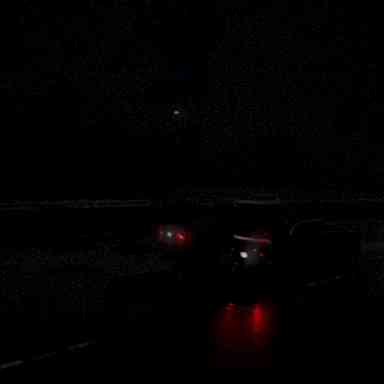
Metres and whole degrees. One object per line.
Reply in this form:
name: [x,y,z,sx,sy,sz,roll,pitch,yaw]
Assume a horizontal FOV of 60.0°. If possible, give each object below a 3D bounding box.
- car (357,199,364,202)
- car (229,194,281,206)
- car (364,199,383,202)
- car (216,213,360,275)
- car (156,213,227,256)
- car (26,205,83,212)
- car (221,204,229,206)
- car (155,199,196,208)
car: [31.479,2.037,60.760,4.181,1.385,1.994,1,-1,-35]
car: [6.936,1.264,34.750,5.566,2.045,2.150,0,0,-36]
car: [31.896,1.972,56.762,4.674,1.442,1.812,1,0,-35]
car: [3.397,1.498,10.473,4.902,1.511,2.128,0,0,-36]
car: [1.251,1.555,13.235,5.357,1.411,2.033,0,0,-35]
car: [-8.496,1.500,19.429,4.902,1.511,2.128,0,0,-36]
car: [5.487,1.649,38.013,4.718,1.301,1.895,0,0,-35]
car: [-1.850,1.526,37.077,4.892,1.490,1.837,0,0,-36]
